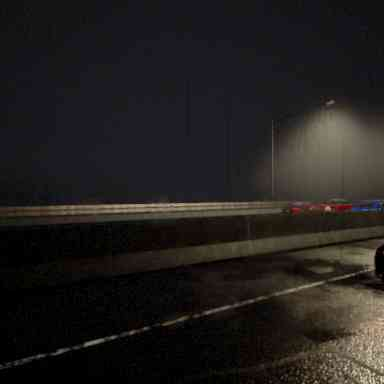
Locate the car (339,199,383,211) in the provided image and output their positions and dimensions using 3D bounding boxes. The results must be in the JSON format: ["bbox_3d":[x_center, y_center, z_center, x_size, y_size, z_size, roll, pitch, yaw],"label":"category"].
[{"bbox_3d":[14.374,1.550,26.851,5.008,1.535,1.882,0,0,-35],"label":"car"}]

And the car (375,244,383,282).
[{"bbox_3d":[6.471,1.525,8.321,4.892,1.490,1.837,0,0,-35],"label":"car"}]

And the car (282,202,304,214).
[{"bbox_3d":[10.817,1.638,32.899,4.181,1.385,1.994,0,0,-34],"label":"car"}]

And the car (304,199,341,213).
[{"bbox_3d":[12.611,1.425,29.885,4.553,1.767,2.097,0,0,-34],"label":"car"}]
